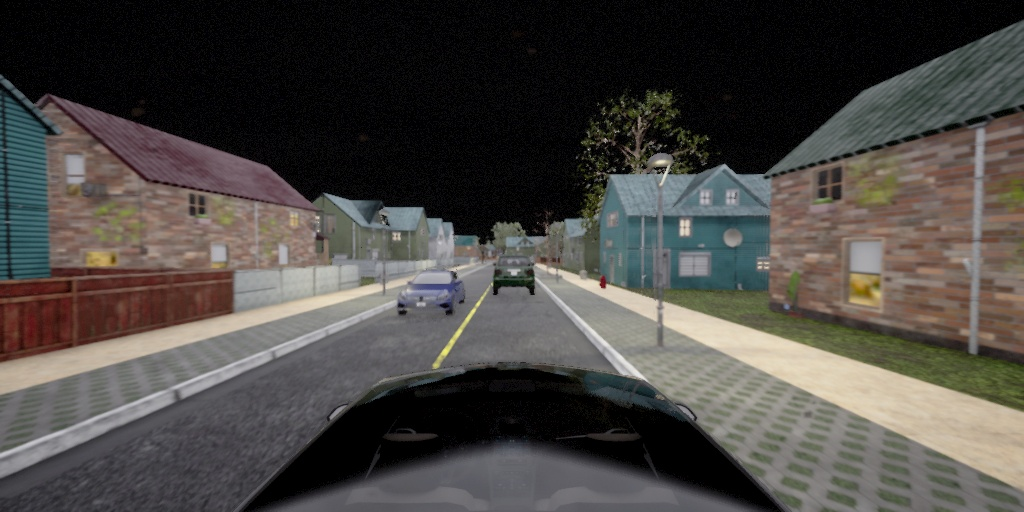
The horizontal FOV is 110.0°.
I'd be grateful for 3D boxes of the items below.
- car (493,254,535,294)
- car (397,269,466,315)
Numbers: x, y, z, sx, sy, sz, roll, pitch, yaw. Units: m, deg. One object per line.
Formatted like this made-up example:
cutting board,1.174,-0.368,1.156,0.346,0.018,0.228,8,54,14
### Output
car,0.095,0.923,19.908,2.150,2.045,5.566,0,0,0
car,-2.842,1.244,13.516,1.812,1.442,4.674,0,0,0
